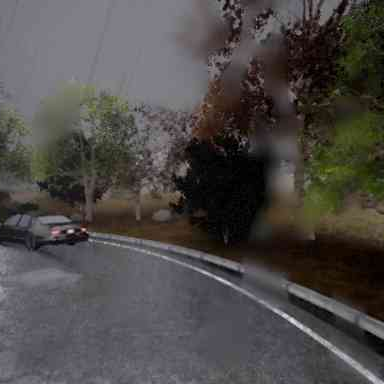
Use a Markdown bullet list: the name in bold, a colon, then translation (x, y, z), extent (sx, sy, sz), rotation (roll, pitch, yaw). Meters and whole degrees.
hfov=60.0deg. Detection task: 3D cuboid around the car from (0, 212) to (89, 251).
- **car**: translation (-6.638, 1.537, 14.000), extent (5.357, 1.411, 2.033), rotation (0, 0, 35)
